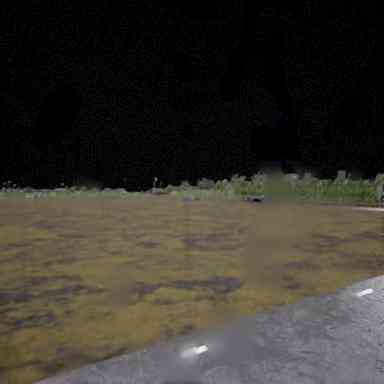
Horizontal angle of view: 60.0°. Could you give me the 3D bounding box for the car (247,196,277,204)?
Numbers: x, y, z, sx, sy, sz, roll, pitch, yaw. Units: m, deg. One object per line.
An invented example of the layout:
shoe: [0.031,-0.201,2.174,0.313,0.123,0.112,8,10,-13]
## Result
car: [10.781,1.219,51.363,1.895,1.301,4.718,1,-1,-35]

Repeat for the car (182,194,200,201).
car: [-0.196,1.163,66.880,1.994,1.385,4.181,1,-1,-36]
